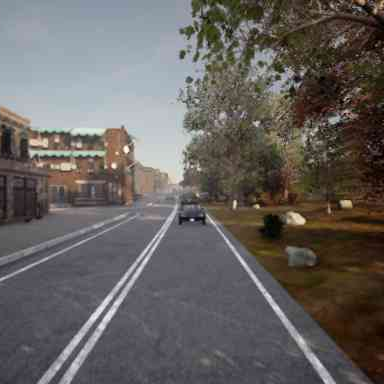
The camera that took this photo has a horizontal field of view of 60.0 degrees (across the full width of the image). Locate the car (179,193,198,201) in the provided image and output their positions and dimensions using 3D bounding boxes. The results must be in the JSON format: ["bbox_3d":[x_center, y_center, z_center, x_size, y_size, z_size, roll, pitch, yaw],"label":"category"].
[{"bbox_3d":[-0.384,1.135,42.679,2.150,2.045,5.566,0,0,-2],"label":"car"}]

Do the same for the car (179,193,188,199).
[{"bbox_3d":[-1.993,0.896,79.182,1.994,1.385,4.181,0,1,-3],"label":"car"}]

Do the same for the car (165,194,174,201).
[{"bbox_3d":[-4.935,1.180,73.065,1.994,1.385,4.181,0,1,-3],"label":"car"}]

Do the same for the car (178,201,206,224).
[{"bbox_3d":[-0.015,1.568,24.392,1.895,1.301,4.718,0,0,-1],"label":"car"}]
